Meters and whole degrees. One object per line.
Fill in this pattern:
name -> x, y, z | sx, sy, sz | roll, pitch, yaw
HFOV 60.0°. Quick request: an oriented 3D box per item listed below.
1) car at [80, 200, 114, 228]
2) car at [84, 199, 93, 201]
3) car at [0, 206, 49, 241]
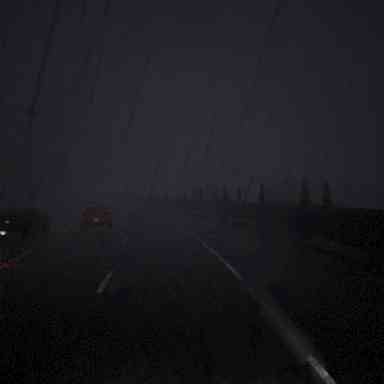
car -> -6.483, 1.571, 22.958 | 1.882, 1.535, 5.008 | 0, 0, -13
car -> -12.590, 1.657, 40.791 | 2.128, 1.511, 4.902 | 0, 0, -24
car -> -8.814, 1.582, 17.192 | 1.837, 1.490, 4.892 | 0, 0, -10
